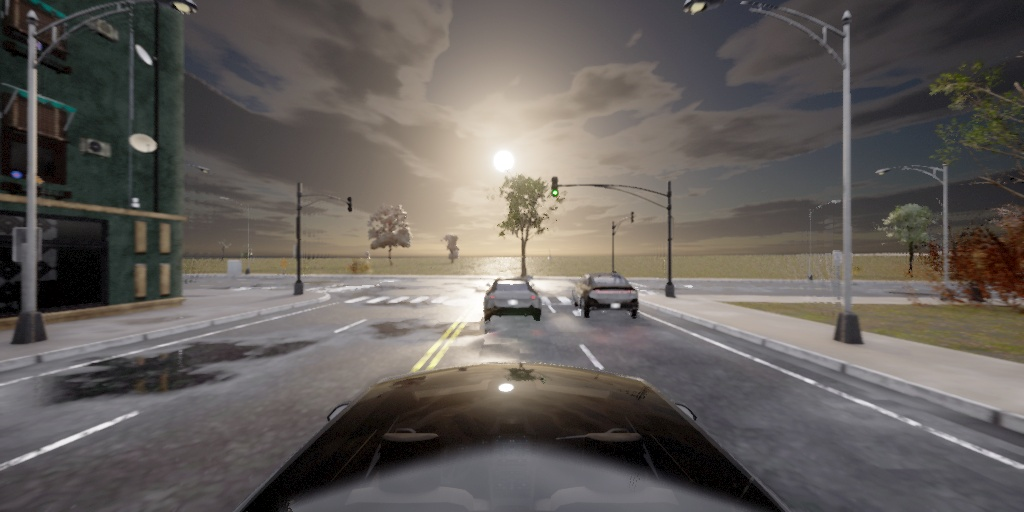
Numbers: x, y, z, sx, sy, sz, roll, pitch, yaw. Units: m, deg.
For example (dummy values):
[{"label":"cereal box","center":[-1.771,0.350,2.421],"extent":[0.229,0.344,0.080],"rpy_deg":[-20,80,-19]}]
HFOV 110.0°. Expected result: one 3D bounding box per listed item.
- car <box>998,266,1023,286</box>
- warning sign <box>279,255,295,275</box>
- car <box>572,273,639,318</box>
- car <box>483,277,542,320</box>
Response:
[{"label":"car","center":[47.651,1.766,32.295],"extent":[5.566,2.045,2.150],"rpy_deg":[1,0,2]},{"label":"warning sign","center":[-23.480,1.046,36.893],"extent":[1.060,1.860,1.300],"rpy_deg":[0,0,1]},{"label":"car","center":[3.445,1.396,13.776],"extent":[2.128,1.511,4.902],"rpy_deg":[0,-1,4]},{"label":"car","center":[-0.052,1.463,13.339],"extent":[1.994,1.385,4.181],"rpy_deg":[0,-1,-2]}]
